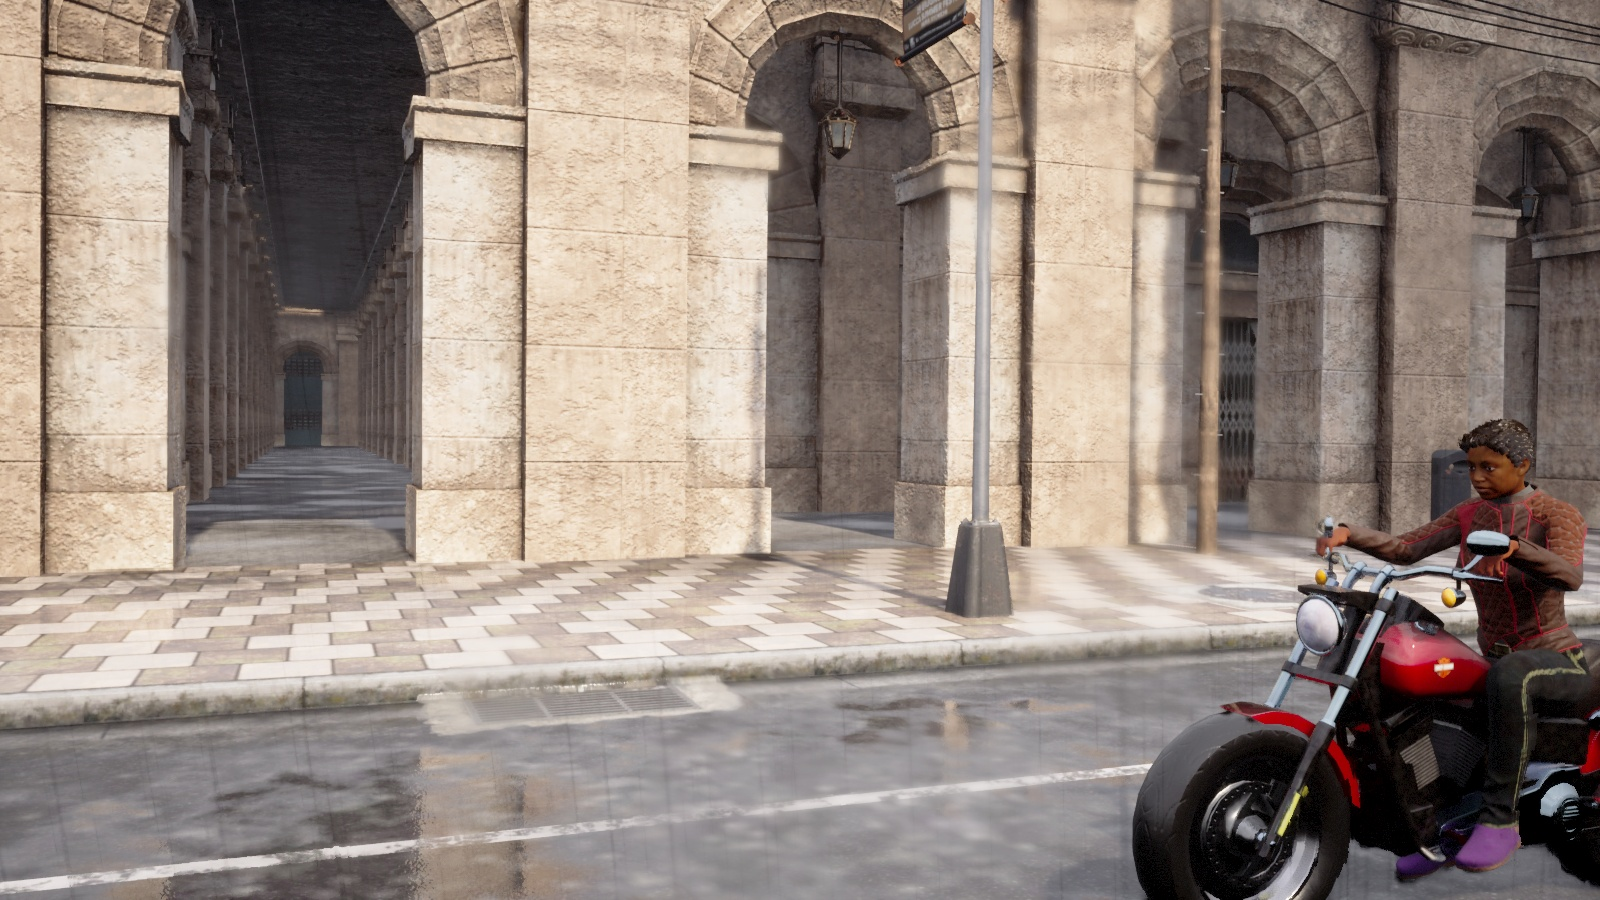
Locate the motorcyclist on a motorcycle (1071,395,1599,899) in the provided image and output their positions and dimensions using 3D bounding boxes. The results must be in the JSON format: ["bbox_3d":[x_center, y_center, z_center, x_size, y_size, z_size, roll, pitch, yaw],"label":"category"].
[{"bbox_3d":[2.107,0.660,4.062,2.350,1.649,0.766,-1,1,-21],"label":"motorcyclist on a motorcycle"}]
